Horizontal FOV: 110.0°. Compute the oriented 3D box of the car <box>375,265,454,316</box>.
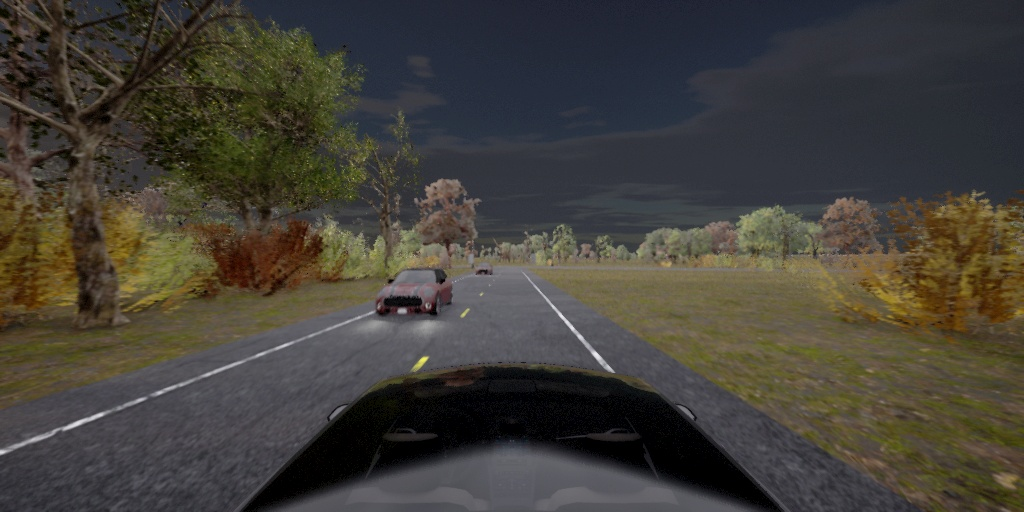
[{"bbox_3d":[-3.602,1.239,14.014,2.097,1.767,4.553,0,-1,0],"label":"car"}]

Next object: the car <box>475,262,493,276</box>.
[{"bbox_3d":[-3.582,1.596,46.835,2.097,1.767,4.553,0,-1,0],"label":"car"}]
